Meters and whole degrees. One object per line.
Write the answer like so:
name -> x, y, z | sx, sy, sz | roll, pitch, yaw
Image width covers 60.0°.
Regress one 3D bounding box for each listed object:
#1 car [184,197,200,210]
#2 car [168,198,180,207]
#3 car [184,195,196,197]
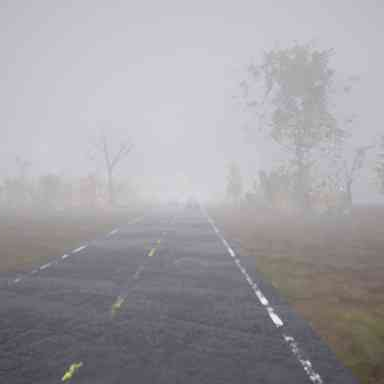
car -> 0.079, 1.698, 45.929 | 1.994, 1.385, 4.181 | 0, 0, 0
car -> -3.067, 1.713, 56.716 | 2.033, 1.411, 5.357 | 0, 0, 1
car -> 0.067, 1.534, 63.518 | 2.097, 1.767, 4.553 | 0, 0, 0
